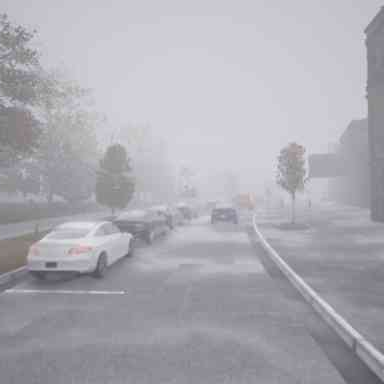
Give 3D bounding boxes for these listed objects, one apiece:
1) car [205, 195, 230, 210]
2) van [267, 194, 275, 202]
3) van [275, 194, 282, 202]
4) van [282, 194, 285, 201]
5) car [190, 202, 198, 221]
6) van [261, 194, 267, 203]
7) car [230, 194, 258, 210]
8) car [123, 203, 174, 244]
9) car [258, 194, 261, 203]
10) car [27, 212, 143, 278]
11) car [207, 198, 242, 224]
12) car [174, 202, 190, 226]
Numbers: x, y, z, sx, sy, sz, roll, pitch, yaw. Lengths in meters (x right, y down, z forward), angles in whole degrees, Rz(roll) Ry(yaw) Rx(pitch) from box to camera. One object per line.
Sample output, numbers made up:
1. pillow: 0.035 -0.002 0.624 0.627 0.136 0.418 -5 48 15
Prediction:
1. car: 3.085 1.585 43.859 2.231 1.521 4.892 -4 -1 18
2. van: 16.357 1.436 74.731 1.878 1.987 4.442 -4 -1 30
3. van: 19.206 1.466 79.542 1.878 1.987 4.442 -4 -1 31
4. van: 22.206 1.501 84.247 1.878 1.987 4.442 -3 -1 32
5. car: -0.727 1.552 28.278 2.097 1.535 5.008 -1 0 11
6. van: 13.673 1.412 69.822 1.878 1.987 4.442 -4 -1 25
7. car: 6.868 1.278 43.101 2.150 2.045 5.566 -1 0 17
8. car: -2.542 1.549 16.382 2.097 1.535 5.008 -1 0 7
9. car: 11.232 1.613 64.873 1.946 1.575 5.366 -4 -1 27
10. car: -3.137 1.569 10.177 2.002 1.452 4.674 -1 0 5
11. car: 2.583 1.519 25.377 1.882 1.535 5.008 0 0 10
12. car: -1.815 1.545 22.045 2.231 1.521 4.892 -1 0 9
